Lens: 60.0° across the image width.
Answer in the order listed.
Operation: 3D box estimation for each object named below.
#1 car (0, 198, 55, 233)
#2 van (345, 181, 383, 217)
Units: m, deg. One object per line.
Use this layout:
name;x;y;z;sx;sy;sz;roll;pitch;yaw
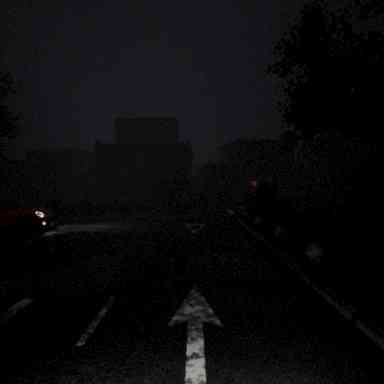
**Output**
car;-9.296;1.064;16.481;4.553;1.767;2.097;-1;3;-10
van;11.166;0.352;20.620;1.878;1.987;4.442;-3;2;2
